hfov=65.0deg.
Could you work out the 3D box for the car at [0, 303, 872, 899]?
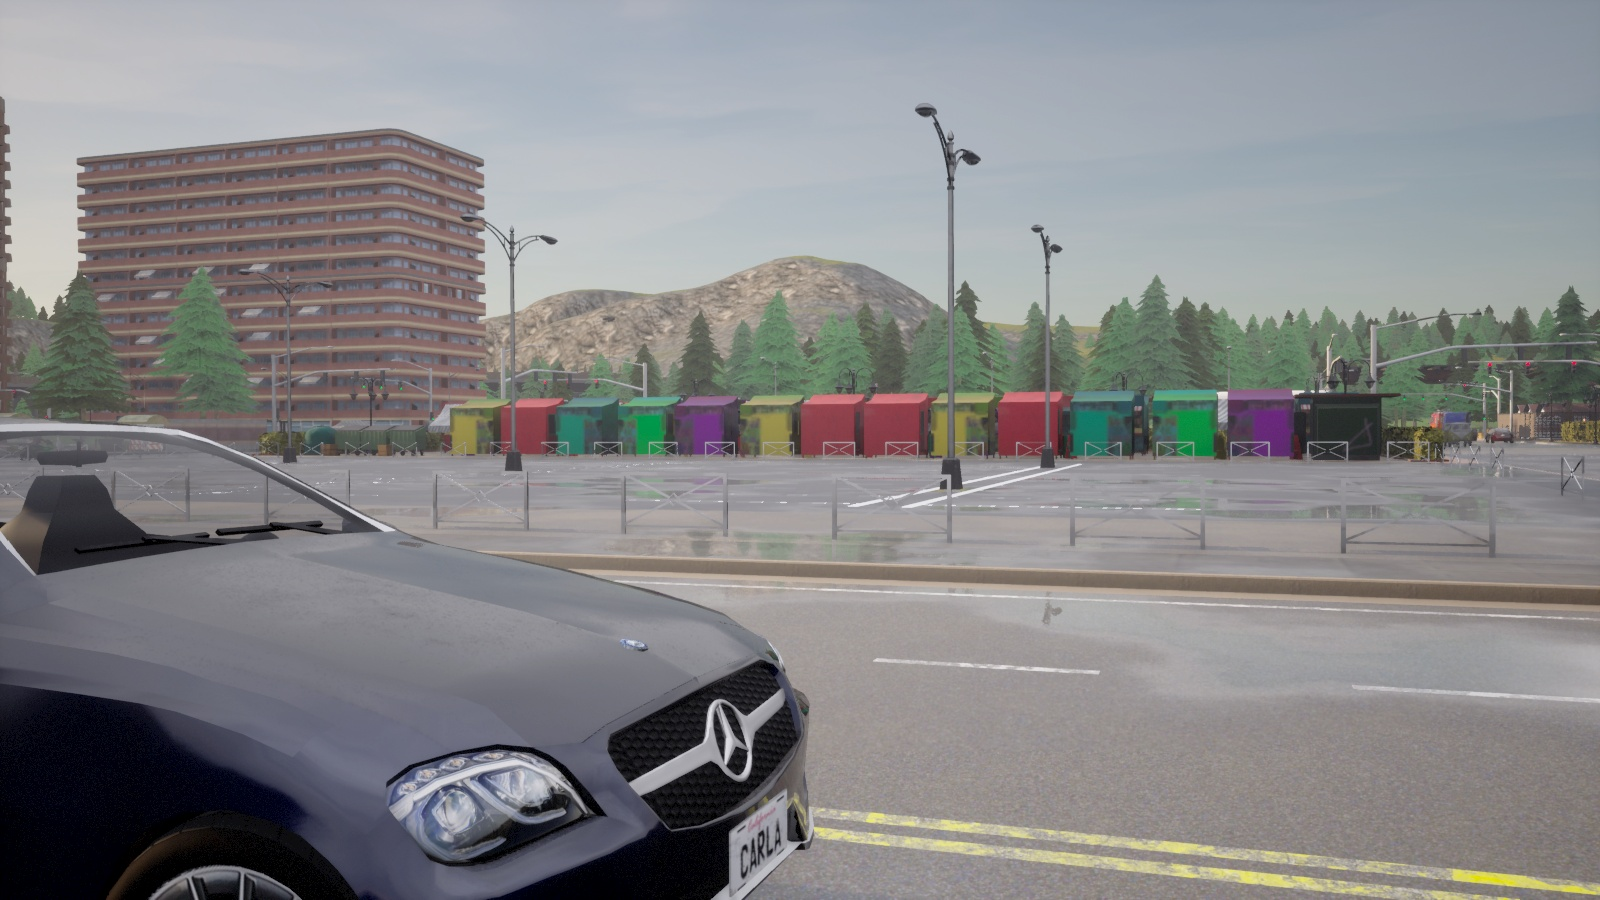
[{"bbox_3d":[-2.485,0.531,4.025,5.027,1.651,2.152,1,1,19],"label":"car"}]
